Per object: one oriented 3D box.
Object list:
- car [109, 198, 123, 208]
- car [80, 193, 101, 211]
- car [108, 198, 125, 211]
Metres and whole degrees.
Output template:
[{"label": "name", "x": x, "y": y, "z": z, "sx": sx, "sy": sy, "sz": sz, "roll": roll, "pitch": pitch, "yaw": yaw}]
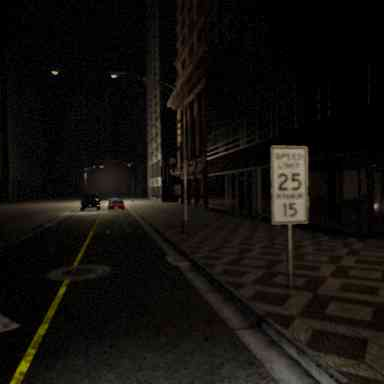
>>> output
[{"label": "car", "x": -10.983, "y": 1.527, "z": 47.896, "sx": 1.895, "sy": 1.301, "sz": 4.718, "roll": -1, "pitch": 0, "yaw": -13}, {"label": "car", "x": -12.545, "y": 1.205, "z": 41.449, "sx": 2.150, "sy": 2.045, "sz": 5.566, "roll": -1, "pitch": 0, "yaw": -13}, {"label": "car", "x": -9.103, "y": 1.536, "z": 40.110, "sx": 1.895, "sy": 1.301, "sz": 4.718, "roll": -1, "pitch": 0, "yaw": -13}]
